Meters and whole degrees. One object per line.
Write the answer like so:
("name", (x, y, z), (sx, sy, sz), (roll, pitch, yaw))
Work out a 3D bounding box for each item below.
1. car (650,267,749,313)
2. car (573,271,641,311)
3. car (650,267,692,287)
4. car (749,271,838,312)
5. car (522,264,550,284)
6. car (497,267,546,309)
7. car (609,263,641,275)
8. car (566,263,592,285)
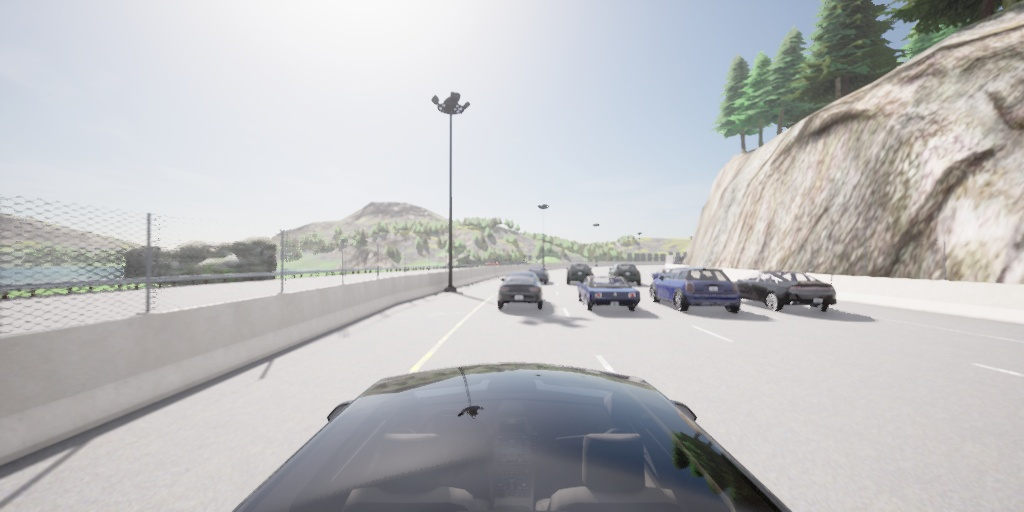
("car", (7.396, 1.231, 15.006), (2.097, 1.767, 4.553), (0, -1, 4))
("car", (3.905, 1.482, 15.273), (1.895, 1.301, 4.718), (0, -1, 4))
("car", (12.427, 1.612, 28.379), (1.895, 1.301, 4.718), (0, -1, 9))
("car", (10.908, 1.376, 14.978), (2.128, 1.511, 4.902), (0, 0, 4))
("car", (2.084, 1.584, 30.159), (1.994, 1.385, 4.181), (0, -1, 9))
("car", (0.441, 1.409, 15.784), (1.812, 1.442, 4.674), (0, 0, 5))
("car", (8.966, 1.363, 28.889), (2.097, 1.767, 4.553), (0, -1, 9))
("car", (5.506, 1.366, 29.421), (2.097, 1.767, 4.553), (0, -1, 9))
